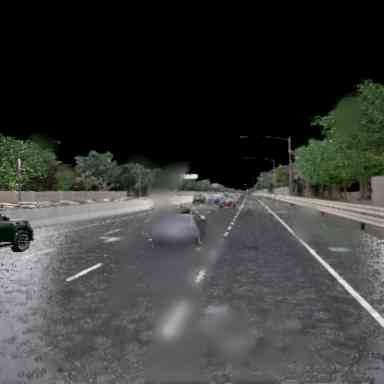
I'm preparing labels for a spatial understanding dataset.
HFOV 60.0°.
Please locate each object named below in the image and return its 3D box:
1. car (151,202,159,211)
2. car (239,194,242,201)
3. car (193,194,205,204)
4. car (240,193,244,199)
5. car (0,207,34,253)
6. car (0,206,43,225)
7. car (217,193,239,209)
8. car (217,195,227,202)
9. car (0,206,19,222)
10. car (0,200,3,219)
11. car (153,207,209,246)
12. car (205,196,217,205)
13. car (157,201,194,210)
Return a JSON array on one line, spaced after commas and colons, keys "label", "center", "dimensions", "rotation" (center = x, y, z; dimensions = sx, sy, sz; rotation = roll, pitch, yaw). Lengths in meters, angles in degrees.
[{"label": "car", "center": [-3.282, 1.793, 39.364], "dimensions": [1.895, 1.301, 4.718], "rotation": [-1, 0, 10]}, {"label": "car", "center": [7.874, 1.547, 62.727], "dimensions": [2.033, 1.411, 5.357], "rotation": [-1, 0, 10]}, {"label": "car", "center": [1.498, 1.399, 66.990], "dimensions": [2.150, 2.045, 5.566], "rotation": [-1, 0, 10]}, {"label": "car", "center": [11.446, 1.529, 83.451], "dimensions": [1.812, 1.442, 4.674], "rotation": [-1, 0, 10]}, {"label": "car", "center": [-8.148, 1.461, 11.848], "dimensions": [2.150, 2.045, 5.566], "rotation": [-1, 0, 10]}, {"label": "car", "center": [-15.657, 2.042, 29.998], "dimensions": [1.994, 1.385, 4.181], "rotation": [-1, 0, 10]}, {"label": "car", "center": [5.133, 1.357, 46.927], "dimensions": [2.097, 1.767, 4.553], "rotation": [-1, 0, 10]}, {"label": "car", "center": [7.323, 1.570, 80.139], "dimensions": [1.882, 1.535, 5.008], "rotation": [-1, 0, 10]}, {"label": "car", "center": [-18.880, 2.129, 31.818], "dimensions": [1.994, 1.385, 4.181], "rotation": [-1, 0, 10]}, {"label": "car", "center": [-22.121, 1.876, 33.578], "dimensions": [2.150, 2.045, 5.566], "rotation": [-1, 0, 10]}, {"label": "car", "center": [-0.386, 1.615, 15.470], "dimensions": [1.994, 1.385, 4.181], "rotation": [-1, 0, 10]}, {"label": "car", "center": [4.089, 1.567, 61.390], "dimensions": [1.882, 1.535, 5.008], "rotation": [-1, 0, 10]}, {"label": "car", "center": [-1.391, 1.716, 29.885], "dimensions": [1.895, 1.301, 4.718], "rotation": [-1, 0, 10]}]
